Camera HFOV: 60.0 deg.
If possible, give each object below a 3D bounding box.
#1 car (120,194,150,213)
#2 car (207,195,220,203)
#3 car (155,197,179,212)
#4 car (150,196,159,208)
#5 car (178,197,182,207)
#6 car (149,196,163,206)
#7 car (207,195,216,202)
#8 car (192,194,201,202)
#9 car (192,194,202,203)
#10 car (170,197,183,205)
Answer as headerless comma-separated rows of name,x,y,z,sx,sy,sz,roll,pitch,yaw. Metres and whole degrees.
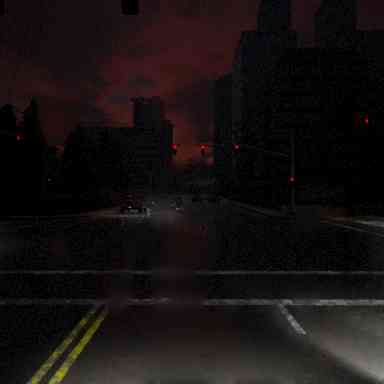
car,-6.386,1.221,37.064,2.150,2.045,5.566,0,0,1
car,4.589,1.547,67.299,2.033,1.411,5.357,0,0,1
car,-2.866,1.601,39.174,1.895,1.301,4.718,0,0,1
car,-6.295,1.491,46.945,2.128,1.511,4.902,0,0,1
car,-2.785,1.564,47.976,1.994,1.385,4.181,0,0,1
car,-6.193,1.505,57.004,1.837,1.490,4.892,0,0,0
car,4.573,1.478,77.121,1.882,1.535,5.008,0,0,1
car,1.071,1.355,76.915,2.097,1.767,4.553,0,0,1
car,1.094,1.564,68.307,1.994,1.385,4.181,0,0,1
car,-2.675,1.547,58.300,2.033,1.411,5.357,0,0,1
